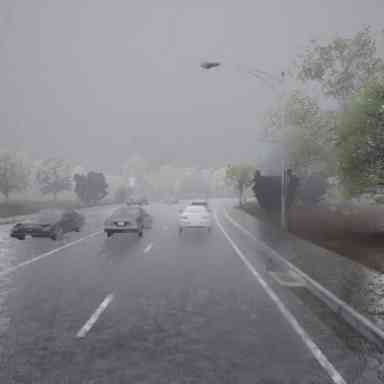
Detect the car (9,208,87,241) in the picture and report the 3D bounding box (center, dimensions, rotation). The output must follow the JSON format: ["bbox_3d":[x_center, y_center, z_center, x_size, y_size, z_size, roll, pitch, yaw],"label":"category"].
[{"bbox_3d":[-7.035,1.546,17.025,2.033,1.411,5.357,0,0,1],"label":"car"}]

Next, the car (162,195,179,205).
[{"bbox_3d":[-3.640,1.346,57.255,2.097,1.767,4.553,0,0,11],"label":"car"}]

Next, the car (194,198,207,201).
[{"bbox_3d":[1.014,1.478,37.844,1.882,1.535,5.008,0,0,4],"label":"car"}]

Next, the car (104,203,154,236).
[{"bbox_3d":[-3.326,1.546,18.244,2.033,1.411,5.357,0,0,1],"label":"car"}]

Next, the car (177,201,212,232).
[{"bbox_3d":[0.209,1.525,20.078,1.812,1.442,4.674,0,0,1],"label":"car"}]

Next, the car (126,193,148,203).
[{"bbox_3d":[-8.301,1.214,50.870,2.150,2.045,5.566,0,0,8],"label":"car"}]
